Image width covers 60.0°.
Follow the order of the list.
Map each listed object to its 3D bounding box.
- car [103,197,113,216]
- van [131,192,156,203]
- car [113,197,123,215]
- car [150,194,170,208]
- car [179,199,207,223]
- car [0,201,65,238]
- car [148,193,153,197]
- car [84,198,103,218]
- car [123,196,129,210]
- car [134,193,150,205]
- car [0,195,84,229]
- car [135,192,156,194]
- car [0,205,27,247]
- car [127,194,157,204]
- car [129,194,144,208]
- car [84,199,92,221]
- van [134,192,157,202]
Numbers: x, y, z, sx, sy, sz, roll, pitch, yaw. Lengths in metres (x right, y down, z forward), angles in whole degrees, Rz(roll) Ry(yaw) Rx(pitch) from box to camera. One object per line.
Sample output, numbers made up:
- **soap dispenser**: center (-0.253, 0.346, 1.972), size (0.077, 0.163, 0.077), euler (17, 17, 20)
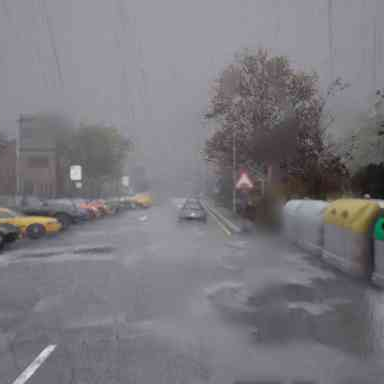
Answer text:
- **car**: center (-9.258, 1.252, 27.829), size (4.553, 1.767, 2.185), euler (-1, 0, -20)
- **van**: center (-9.325, 1.006, 63.805), size (4.442, 1.987, 1.878), euler (-1, 1, -20)
- **car**: center (-9.184, 1.398, 30.849), size (4.792, 1.488, 2.163), euler (-1, 0, -20)
- **car**: center (-3.956, 1.404, 45.128), size (2.033, 1.411, 5.357), euler (0, 0, 0)
- **car**: center (0.063, 1.465, 24.276), size (1.994, 1.385, 4.181), euler (0, 0, 0)
- **car**: center (-9.117, 1.409, 15.895), size (5.366, 1.575, 1.946), euler (-1, 0, -20)
- **car**: center (-8.996, 1.330, 48.907), size (5.366, 1.575, 1.946), euler (-1, 0, -20)
- **car**: center (-9.274, 1.260, 24.827), size (4.553, 1.767, 2.185), euler (-1, 0, -20)
- **car**: center (-9.202, 1.403, 33.840), size (4.674, 1.452, 2.002), euler (-1, 0, -20)
- **car**: center (-8.997, 1.336, 45.905), size (5.366, 1.575, 1.946), euler (-1, 0, -20)
- **car**: center (-9.264, 1.152, 18.852), size (5.566, 2.045, 2.435), euler (-1, 0, -20)
- **car**: center (-9.351, 1.311, 57.793), size (5.366, 1.575, 1.946), euler (-1, 1, -20)
- **car**: center (-9.280, 1.455, 12.838), size (4.792, 1.488, 2.163), euler (-1, 0, -20)
- **car**: center (-9.202, 1.274, 60.861), size (5.008, 1.535, 2.097), euler (-1, 0, -20)
- **car**: center (-9.183, 1.347, 42.841), size (4.892, 1.521, 2.231), euler (-1, 0, -20)
- **car**: center (-9.253, 1.434, 21.831), size (4.674, 1.452, 2.002), euler (-1, 0, -20)
- **van**: center (-9.344, 0.961, 66.805), size (4.442, 1.987, 1.878), euler (-1, 1, -20)
